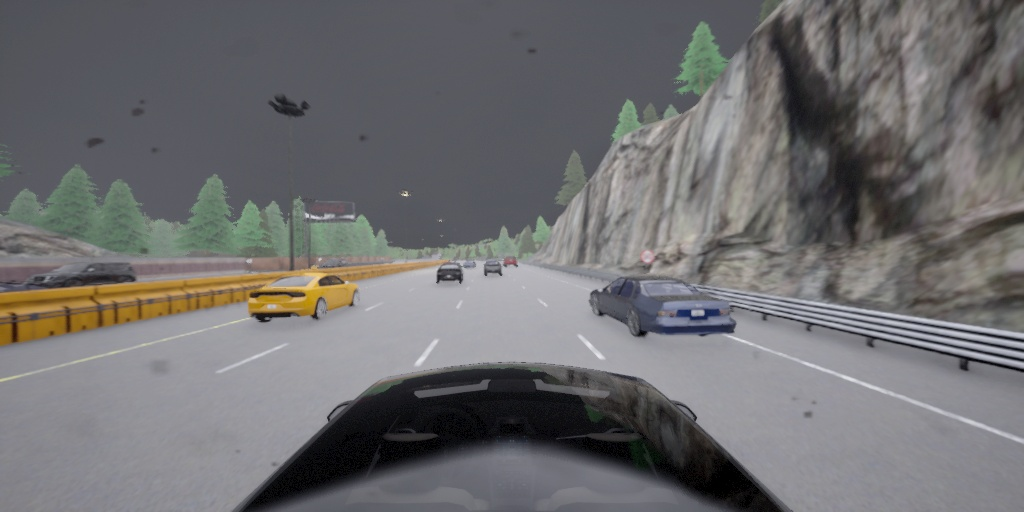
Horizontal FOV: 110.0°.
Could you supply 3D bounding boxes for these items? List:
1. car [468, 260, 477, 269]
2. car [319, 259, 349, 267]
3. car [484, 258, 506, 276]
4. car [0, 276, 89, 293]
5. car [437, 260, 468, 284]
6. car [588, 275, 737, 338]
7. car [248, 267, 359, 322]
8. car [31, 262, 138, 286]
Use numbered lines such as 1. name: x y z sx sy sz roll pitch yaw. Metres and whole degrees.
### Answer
1. car: -7.134 1.433 61.420 2.033 1.411 5.357 -1 0 -1
2. car: -23.786 1.410 48.003 2.150 2.045 5.566 -1 0 -3
3. car: -2.057 1.289 38.811 2.128 1.511 4.902 -1 0 -4
4. car: -17.926 1.593 12.199 1.994 1.385 4.181 -1 0 -3
5. car: -4.778 1.313 28.346 1.882 1.535 5.008 -1 0 -5
6. car: 3.707 1.244 10.000 2.033 1.411 5.357 -1 0 -4
7. car: -7.209 1.343 13.017 1.882 1.535 5.008 -1 0 -3
8. car: -29.310 1.432 24.739 2.150 2.045 5.566 -1 0 -4
